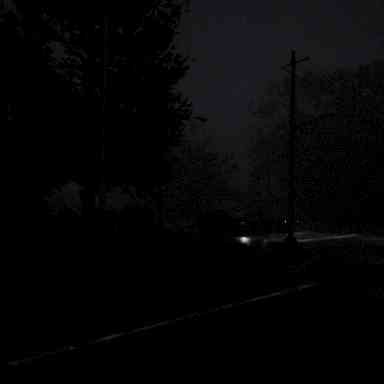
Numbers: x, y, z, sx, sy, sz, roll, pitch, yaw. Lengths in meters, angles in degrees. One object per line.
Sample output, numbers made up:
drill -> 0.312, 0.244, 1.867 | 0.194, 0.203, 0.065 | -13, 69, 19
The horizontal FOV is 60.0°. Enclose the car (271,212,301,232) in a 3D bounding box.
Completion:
car -> 5.225, 2.073, 23.608 | 1.895, 1.301, 4.718 | 2, -3, -40

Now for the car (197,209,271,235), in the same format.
car -> 2.346, 1.877, 21.606 | 1.882, 1.535, 5.008 | 2, -3, -38
